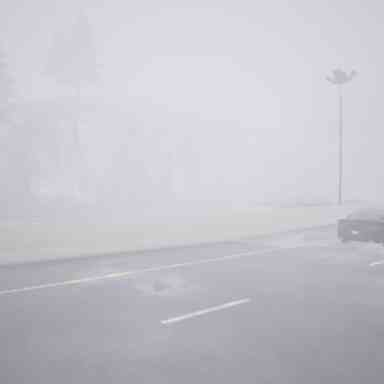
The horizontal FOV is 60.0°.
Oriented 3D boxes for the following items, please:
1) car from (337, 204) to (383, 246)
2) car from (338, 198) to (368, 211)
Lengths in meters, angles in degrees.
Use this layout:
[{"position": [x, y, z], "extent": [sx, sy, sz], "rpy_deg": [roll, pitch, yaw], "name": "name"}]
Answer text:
[{"position": [8.323, 1.434, 14.634], "extent": [5.008, 1.535, 1.882], "rpy_deg": [0, 0, -39], "name": "car"}, {"position": [18.868, 1.447, 38.885], "extent": [1.994, 1.385, 4.181], "rpy_deg": [0, 0, 44], "name": "car"}]
